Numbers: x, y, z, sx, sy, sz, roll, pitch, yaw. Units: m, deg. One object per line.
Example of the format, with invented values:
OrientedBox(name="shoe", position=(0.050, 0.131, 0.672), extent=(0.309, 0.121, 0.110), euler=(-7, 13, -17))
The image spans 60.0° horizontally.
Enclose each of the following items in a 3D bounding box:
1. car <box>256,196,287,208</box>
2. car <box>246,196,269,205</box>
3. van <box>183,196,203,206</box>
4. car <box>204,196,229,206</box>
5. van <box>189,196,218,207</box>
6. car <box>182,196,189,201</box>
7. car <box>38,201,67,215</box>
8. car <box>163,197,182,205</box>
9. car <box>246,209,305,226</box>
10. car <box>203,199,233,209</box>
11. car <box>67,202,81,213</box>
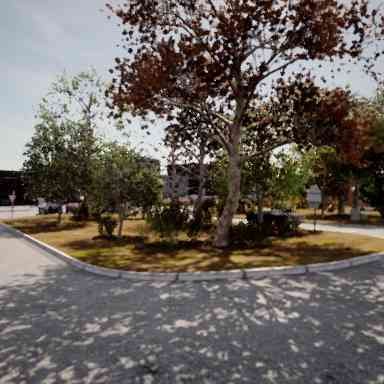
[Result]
OrientedBox(name="car", position=(15.457, 1.925, 64.729), extent=(2.435, 2.045, 5.566), euler=(1, -1, -36))
OrientedBox(name="car", position=(11.036, 1.820, 61.523), extent=(2.435, 2.045, 5.566), euler=(1, -1, -36))
OrientedBox(name="van", position=(0.251, 1.783, 68.704), extent=(1.878, 1.987, 4.442), euler=(1, -1, -36))
OrientedBox(name="car", position=(5.225, 1.846, 72.393), extent=(2.435, 2.045, 5.566), euler=(1, -1, -36))
OrientedBox(name="van", position=(1.909, 1.725, 55.076), extent=(1.878, 1.987, 4.442), euler=(1, 0, -36))
OrientedBox(name="car", position=(-2.266, 1.849, 67.000), extent=(2.185, 1.767, 4.553), euler=(0, 0, -36))
OrientedBox(name="car", position=(-17.480, 1.922, 40.987), extent=(2.185, 1.767, 4.553), euler=(-1, 0, -35))
OrientedBox(name="car", position=(-4.762, 1.951, 65.473), extent=(1.946, 1.575, 5.366), euler=(1, 0, -36))
OrientedBox(name="car", position=(6.618, 2.052, 26.719), extent=(1.895, 1.301, 4.718), euler=(3, -3, -35))
OrientedBox(name="car", position=(4.353, 1.968, 56.460), extent=(1.946, 1.575, 5.366), euler=(1, 0, -36))
OrientedBox(name="car", position=(-14.930, 2.057, 42.874), extent=(2.002, 1.452, 4.674), euler=(-1, 0, -36))
